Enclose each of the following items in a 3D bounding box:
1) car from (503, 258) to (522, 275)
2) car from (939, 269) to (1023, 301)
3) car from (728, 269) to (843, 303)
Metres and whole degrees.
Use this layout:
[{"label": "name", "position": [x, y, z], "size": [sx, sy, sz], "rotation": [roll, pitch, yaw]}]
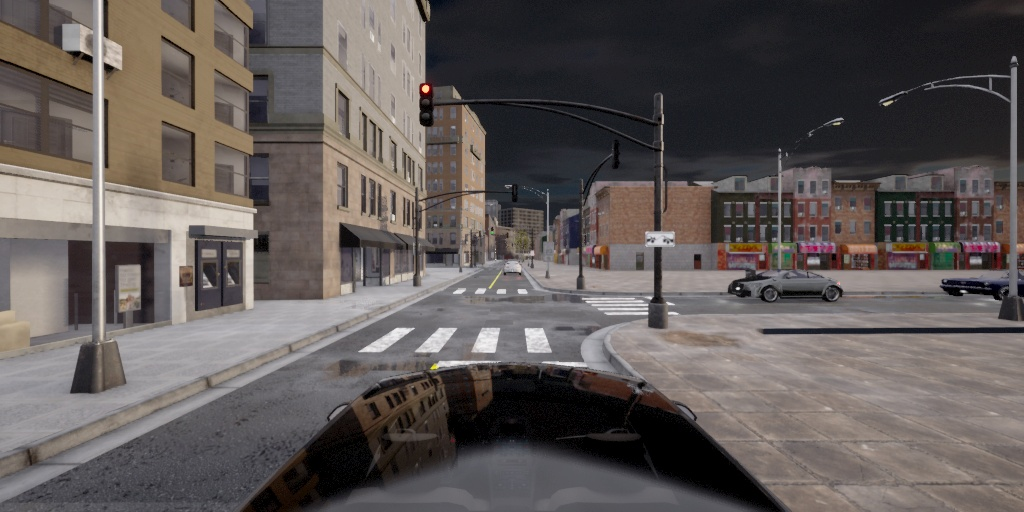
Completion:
[{"label": "car", "position": [0.066, 1.284, 39.184], "size": [1.812, 1.442, 4.674], "rotation": [0, 0, 0]}, {"label": "car", "position": [22.356, 1.260, 16.017], "size": [4.718, 1.301, 1.895], "rotation": [0, 0, 0]}, {"label": "car", "position": [12.041, 1.261, 15.962], "size": [4.181, 1.385, 1.994], "rotation": [0, 0, 0]}]
